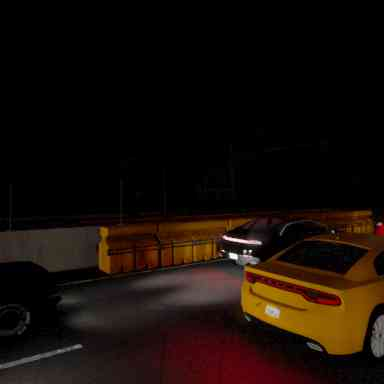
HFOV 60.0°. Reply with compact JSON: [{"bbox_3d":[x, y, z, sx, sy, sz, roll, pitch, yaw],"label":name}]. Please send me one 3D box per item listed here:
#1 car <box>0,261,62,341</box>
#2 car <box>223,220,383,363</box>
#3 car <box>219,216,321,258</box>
[{"bbox_3d":[-4.502,1.601,4.833,4.718,1.301,1.895,0,0,-36],"label":"car"},{"bbox_3d":[3.111,1.477,5.969,5.008,1.535,1.882,0,0,-36],"label":"car"},{"bbox_3d":[3.074,1.491,10.240,4.902,1.511,2.128,0,0,-36],"label":"car"}]
